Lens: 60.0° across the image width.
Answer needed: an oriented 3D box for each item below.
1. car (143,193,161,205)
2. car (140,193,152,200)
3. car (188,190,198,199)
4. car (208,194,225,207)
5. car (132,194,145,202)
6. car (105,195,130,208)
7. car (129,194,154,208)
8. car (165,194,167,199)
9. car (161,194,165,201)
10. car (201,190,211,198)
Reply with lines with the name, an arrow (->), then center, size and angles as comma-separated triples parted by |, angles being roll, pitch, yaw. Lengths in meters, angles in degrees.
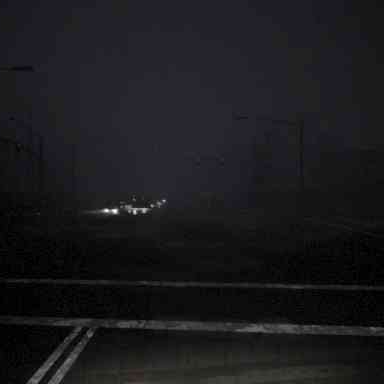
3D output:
car -> -6.872, 1.305, 55.215 | 2.033, 1.411, 5.357 | 0, 1, 0
car -> -10.320, 0.948, 75.135 | 2.033, 1.411, 5.357 | 0, 1, 0
car -> 0.183, 0.604, 76.548 | 2.150, 2.045, 5.566 | 0, 1, 0
car -> 3.719, 1.393, 49.264 | 1.994, 1.385, 4.181 | 0, 1, 0
car -> -10.346, 1.179, 64.516 | 1.994, 1.385, 4.181 | 0, 1, 0
car -> -10.419, 1.369, 45.371 | 2.128, 1.511, 4.902 | 0, 1, 1
car -> -6.917, 1.431, 45.984 | 1.994, 1.385, 4.181 | 0, 1, 1
car -> -6.820, 1.003, 75.141 | 1.895, 1.301, 4.718 | 0, 1, 0
car -> -6.846, 1.210, 64.793 | 1.895, 1.301, 4.718 | 0, 1, 0
car -> 3.710, 0.378, 87.605 | 2.150, 2.045, 5.566 | 0, 1, 0
